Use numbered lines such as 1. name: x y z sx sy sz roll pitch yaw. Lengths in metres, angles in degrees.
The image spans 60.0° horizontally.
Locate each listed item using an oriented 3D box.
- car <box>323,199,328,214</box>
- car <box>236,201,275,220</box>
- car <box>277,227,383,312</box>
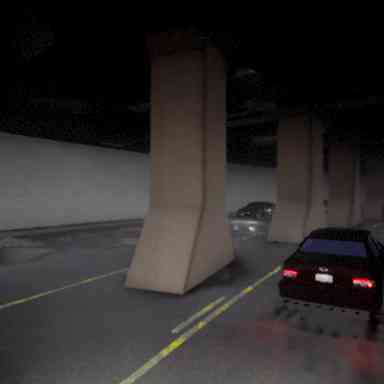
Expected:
1. car: 12.034 1.461 30.453 2.097 1.767 4.553 0 0 43
2. car: 5.676 1.574 28.664 1.837 1.490 4.892 0 0 42
3. car: 3.607 1.579 8.044 2.033 1.411 5.357 0 0 31
